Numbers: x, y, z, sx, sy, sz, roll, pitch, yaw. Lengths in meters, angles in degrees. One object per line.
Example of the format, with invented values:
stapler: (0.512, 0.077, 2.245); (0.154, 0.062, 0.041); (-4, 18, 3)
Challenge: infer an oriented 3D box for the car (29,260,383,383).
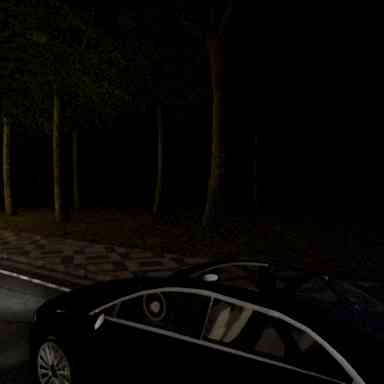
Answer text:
car: (0.262, 1.491, 3.375); (4.902, 1.511, 2.128); (0, 0, 36)
